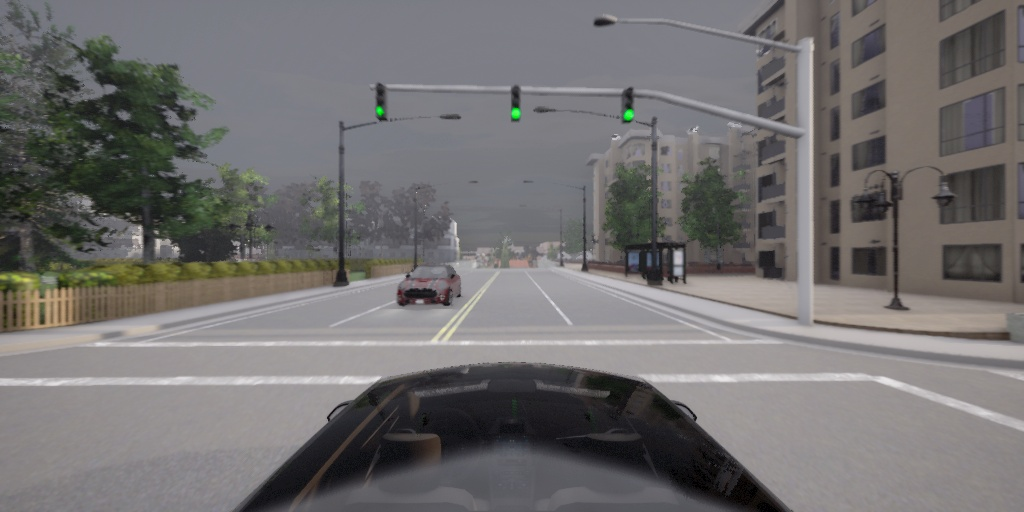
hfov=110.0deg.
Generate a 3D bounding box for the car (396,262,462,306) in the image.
[{"bbox_3d":[-3.499,1.153,15.892,2.097,1.767,4.553,0,0,0],"label":"car"}]
